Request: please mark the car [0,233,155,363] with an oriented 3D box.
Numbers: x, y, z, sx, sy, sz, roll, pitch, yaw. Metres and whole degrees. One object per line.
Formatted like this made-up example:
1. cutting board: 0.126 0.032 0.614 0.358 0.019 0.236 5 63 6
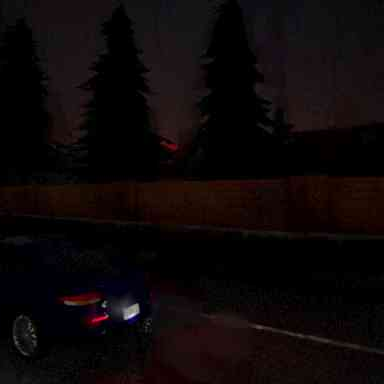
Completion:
1. car: -2.782 1.461 5.697 4.674 1.442 1.812 0 1 32
